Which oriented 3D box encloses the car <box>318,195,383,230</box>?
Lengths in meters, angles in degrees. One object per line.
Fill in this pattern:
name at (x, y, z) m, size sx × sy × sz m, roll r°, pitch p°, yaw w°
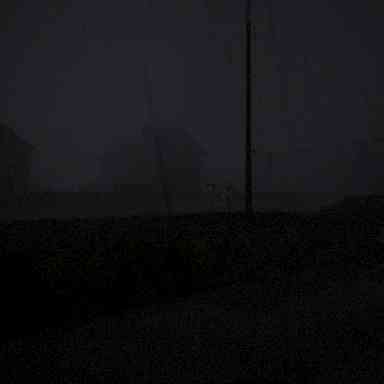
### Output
car at (10.869, 1.223, 21.634) m, size 2.150 × 2.045 × 5.566 m, roll 0°, pitch -1°, yaw -32°
